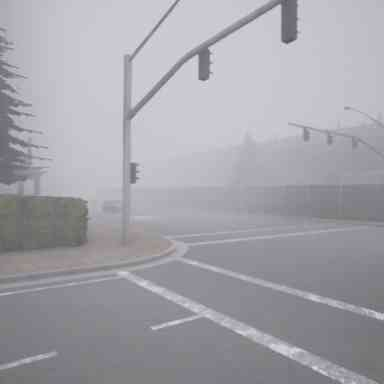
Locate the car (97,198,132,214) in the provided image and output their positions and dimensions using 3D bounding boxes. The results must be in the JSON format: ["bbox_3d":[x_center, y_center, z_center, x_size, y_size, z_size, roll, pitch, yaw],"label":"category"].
[{"bbox_3d":[-8.197,1.597,36.243,2.128,1.511,4.902,1,0,-35],"label":"car"}]

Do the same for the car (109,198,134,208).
[{"bbox_3d":[-11.224,1.679,52.846,2.128,1.511,4.902,1,0,-35],"label":"car"}]

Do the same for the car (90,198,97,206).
[{"bbox_3d":[-17.144,1.788,61.100,1.895,1.301,4.718,1,0,-35],"label":"car"}]
